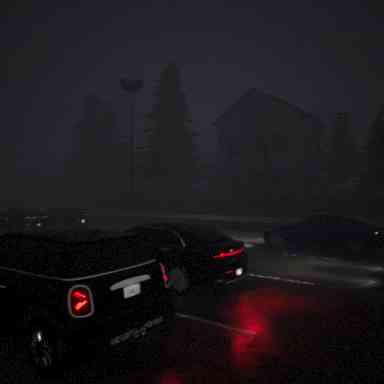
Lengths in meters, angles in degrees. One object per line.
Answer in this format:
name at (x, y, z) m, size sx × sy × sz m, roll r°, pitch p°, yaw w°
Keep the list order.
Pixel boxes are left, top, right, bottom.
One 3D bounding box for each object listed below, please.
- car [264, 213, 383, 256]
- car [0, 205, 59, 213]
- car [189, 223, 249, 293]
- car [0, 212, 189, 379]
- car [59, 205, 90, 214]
car at (5.181, 1.554, 13.194) m, size 4.674 × 1.442 × 1.812 m, roll -1°, pitch 0°, yaw 36°
car at (-10.609, 1.664, 20.158) m, size 4.902 × 1.511 × 2.128 m, roll -1°, pitch 0°, yaw 35°
car at (-0.893, 1.555, 8.929) m, size 4.892 × 1.490 × 1.837 m, roll 0°, pitch 0°, yaw 36°
car at (-2.554, 1.397, 5.814) m, size 4.553 × 1.767 × 2.097 m, roll -1°, pitch 0°, yaw 36°
car at (-9.185, 1.683, 23.442) m, size 4.892 × 1.490 × 1.837 m, roll 0°, pitch 0°, yaw 36°
